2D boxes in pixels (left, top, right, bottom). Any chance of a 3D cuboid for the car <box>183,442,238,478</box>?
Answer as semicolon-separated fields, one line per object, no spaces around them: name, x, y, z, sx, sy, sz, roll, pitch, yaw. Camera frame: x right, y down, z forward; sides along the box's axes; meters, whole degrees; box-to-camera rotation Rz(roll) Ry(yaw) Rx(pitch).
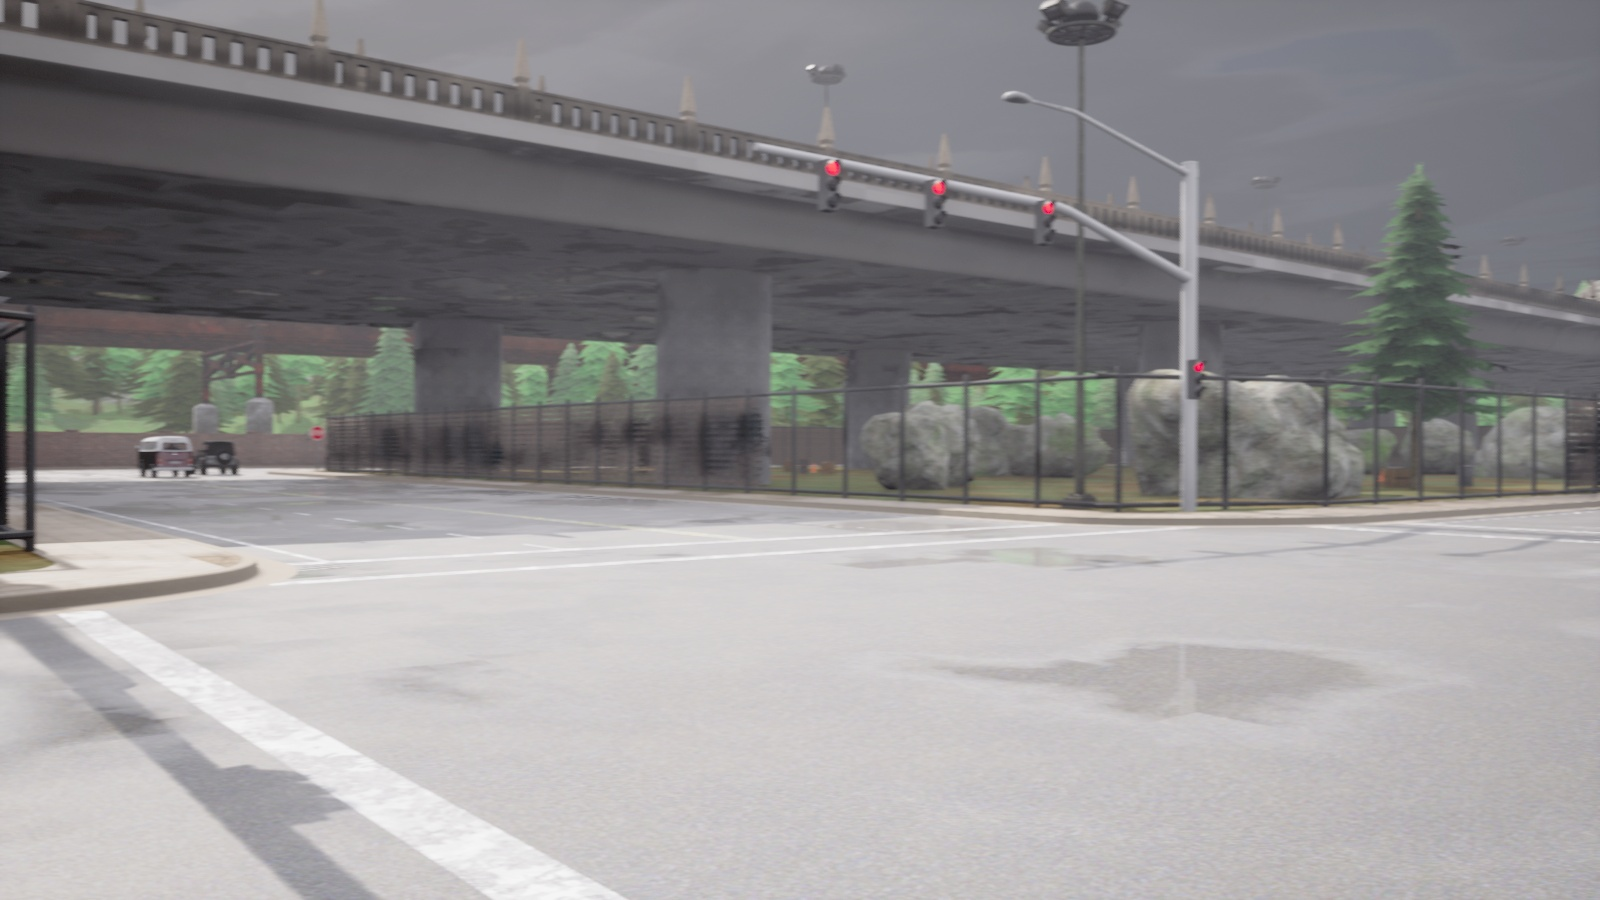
car;-32.289;0.522;68.722;1.905;1.878;3.866;0;0;-39

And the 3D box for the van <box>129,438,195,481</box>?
van;-31.803;0.459;62.516;2.069;2.038;4.480;0;0;-39
